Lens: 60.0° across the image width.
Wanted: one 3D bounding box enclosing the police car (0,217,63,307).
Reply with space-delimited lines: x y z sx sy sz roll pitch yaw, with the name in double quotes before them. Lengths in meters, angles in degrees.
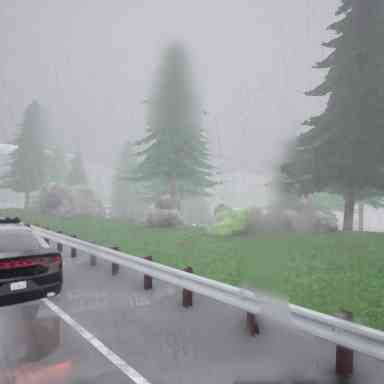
"police car" -4.666 1.418 7.744 1.930 1.638 5.238 0 0 -40
